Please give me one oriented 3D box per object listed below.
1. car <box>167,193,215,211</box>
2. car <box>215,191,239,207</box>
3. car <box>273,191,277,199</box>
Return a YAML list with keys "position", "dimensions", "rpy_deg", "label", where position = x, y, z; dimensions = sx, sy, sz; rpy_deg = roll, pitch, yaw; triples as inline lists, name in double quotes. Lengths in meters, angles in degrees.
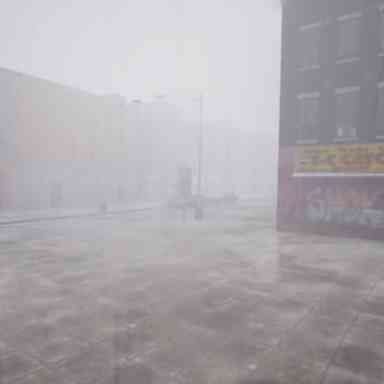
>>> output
- position: [-0.261, 0.774, 28.204]
  dimensions: [1.947, 1.339, 4.313]
  rpy_deg: [4, 3, 36]
  label: "car"
- position: [2.968, 0.623, 32.693]
  dimensions: [1.887, 1.381, 4.507]
  rpy_deg: [4, 3, 36]
  label: "car"
- position: [12.654, 0.272, 46.166]
  dimensions: [1.802, 1.307, 4.206]
  rpy_deg: [4, 3, 36]
  label: "car"
